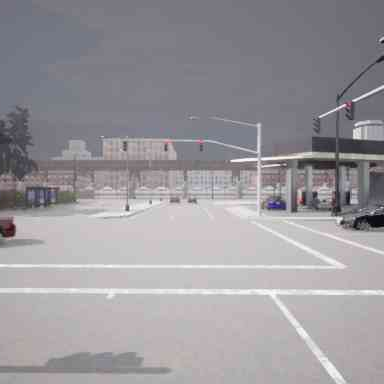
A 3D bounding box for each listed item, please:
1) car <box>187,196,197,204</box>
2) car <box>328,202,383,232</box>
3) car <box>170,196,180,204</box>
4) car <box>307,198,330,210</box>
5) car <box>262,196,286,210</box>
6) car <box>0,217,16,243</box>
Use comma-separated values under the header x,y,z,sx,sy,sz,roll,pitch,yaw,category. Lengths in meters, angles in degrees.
x,y,z,sx,sy,sz,roll,pitch,yaw,category
0.040,1.547,64.364,2.033,1.411,5.357,0,0,0,car
11.019,1.491,19.489,4.902,1.511,2.128,0,0,-1,car
-3.358,1.491,66.287,2.128,1.511,4.902,0,0,0,car
15.480,1.456,40.442,1.970,1.475,3.806,0,0,0,car
9.735,1.295,39.683,2.242,1.667,4.611,0,0,0,car
-9.783,1.478,13.224,1.882,1.535,5.008,-2,-1,39,car
